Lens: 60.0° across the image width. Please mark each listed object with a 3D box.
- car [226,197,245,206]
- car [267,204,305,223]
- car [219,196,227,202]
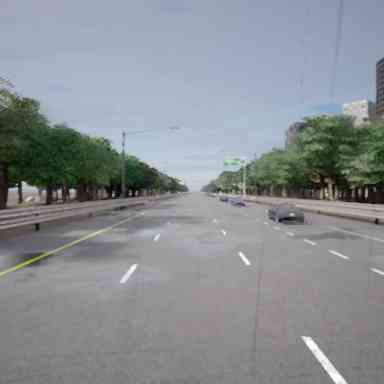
[{"bbox_3d":[7.199,1.550,53.126,2.033,1.411,5.357,0,0,0],"label":"car"},{"bbox_3d":[7.059,1.569,25.376,1.994,1.385,4.181,0,0,0],"label":"car"},{"bbox_3d":[7.393,1.538,77.269,1.994,1.385,4.181,0,0,1],"label":"car"}]
